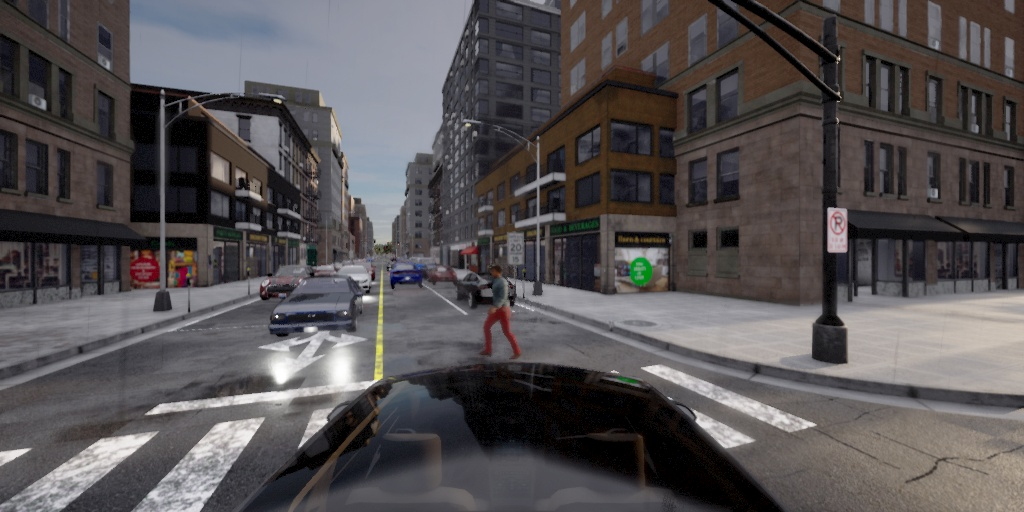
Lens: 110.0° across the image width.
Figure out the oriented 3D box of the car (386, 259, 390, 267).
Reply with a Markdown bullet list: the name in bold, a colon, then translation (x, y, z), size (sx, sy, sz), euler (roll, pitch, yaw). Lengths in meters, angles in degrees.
- **car**: translation (-15.098, 1.333, 45.960), size (1.895, 1.301, 4.718), euler (0, 0, -20)

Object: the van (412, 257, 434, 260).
- **van**: translation (-8.662, 1.070, 35.646), size (1.690, 1.789, 3.998), euler (0, 0, -20)

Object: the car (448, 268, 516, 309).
- **car**: translation (-1.180, 1.305, 14.912), size (1.948, 1.339, 4.313), euler (0, 0, -20)

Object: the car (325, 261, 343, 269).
- **car**: translation (-14.340, 1.314, 27.739), size (1.802, 1.307, 4.207), euler (0, 0, -20)

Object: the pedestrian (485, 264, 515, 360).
- **pedestrian**: translation (-0.238, 1.040, 6.784), size (0.375, 1.860, 0.375), euler (0, 0, -20)

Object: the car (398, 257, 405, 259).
- **car**: translation (-18.013, 1.180, 61.565), size (1.967, 1.591, 4.097), euler (0, 0, -20)

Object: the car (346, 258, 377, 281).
- **car**: translation (-12.306, 1.209, 29.614), size (1.882, 1.535, 5.008), euler (0, 0, -20)

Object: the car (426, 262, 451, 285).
- **car**: translation (-4.921, 1.314, 25.280), size (1.802, 1.307, 4.207), euler (0, 0, -20)

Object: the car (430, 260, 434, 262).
- **car**: translation (-6.792, 1.296, 30.463), size (1.948, 1.339, 4.313), euler (0, 0, -20)

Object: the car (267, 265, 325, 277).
- **car**: translation (-10.600, 1.177, 17.372), size (1.967, 1.591, 4.097), euler (0, 0, -20)

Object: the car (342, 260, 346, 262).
- **car**: translation (-16.210, 1.281, 32.923), size (2.007, 1.370, 4.403), euler (0, 0, -20)

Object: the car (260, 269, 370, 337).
- **car**: translation (-5.493, 1.290, 10.692), size (2.033, 1.411, 5.357), euler (0, 0, -20)

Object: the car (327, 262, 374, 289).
- **car**: translation (-8.903, 1.261, 20.149), size (1.812, 1.442, 4.674), euler (0, 0, -20)

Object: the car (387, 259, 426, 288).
- **car**: translation (-7.139, 1.210, 23.947), size (1.882, 1.535, 5.008), euler (0, 0, -20)
